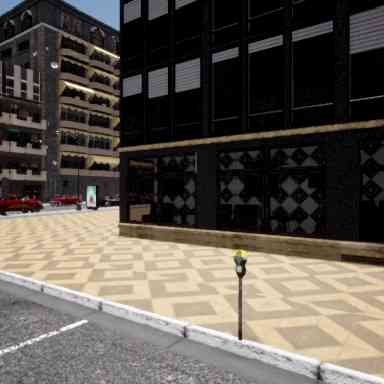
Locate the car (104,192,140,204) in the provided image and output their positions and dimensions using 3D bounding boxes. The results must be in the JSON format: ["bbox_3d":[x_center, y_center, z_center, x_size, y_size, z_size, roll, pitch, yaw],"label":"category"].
[{"bbox_3d":[-9.799,0.851,47.087,2.128,1.511,4.902,0,1,35],"label":"car"}]

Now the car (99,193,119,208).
[{"bbox_3d":[-9.197,1.073,37.857,1.947,1.339,4.313,1,2,35],"label":"car"}]

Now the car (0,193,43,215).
[{"bbox_3d":[-15.571,1.029,28.771,2.192,1.841,5.009,1,2,35],"label":"car"}]

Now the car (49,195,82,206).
[{"bbox_3d":[-16.091,1.075,42.621,1.802,1.307,4.206,1,2,35],"label":"car"}]
